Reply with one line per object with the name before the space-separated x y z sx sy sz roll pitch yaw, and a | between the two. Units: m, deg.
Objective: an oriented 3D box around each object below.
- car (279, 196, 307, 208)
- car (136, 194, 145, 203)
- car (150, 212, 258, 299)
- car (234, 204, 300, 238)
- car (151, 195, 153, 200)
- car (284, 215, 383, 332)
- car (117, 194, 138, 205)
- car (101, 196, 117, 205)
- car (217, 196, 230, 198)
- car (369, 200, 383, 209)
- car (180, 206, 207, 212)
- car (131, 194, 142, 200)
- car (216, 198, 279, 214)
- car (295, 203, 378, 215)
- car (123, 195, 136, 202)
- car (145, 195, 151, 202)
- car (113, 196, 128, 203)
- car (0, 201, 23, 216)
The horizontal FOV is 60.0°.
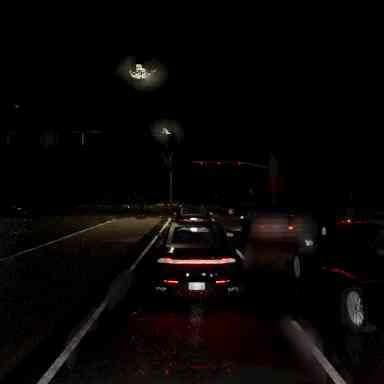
car | 12.830 1.351 44.062 4.553 1.767 2.097 0 0 4
car | -11.597 1.500 68.999 1.837 1.490 4.892 0 0 0
car | 0.087 1.491 8.453 2.128 1.511 4.902 0 0 0
car | 3.579 1.547 16.469 2.033 1.411 5.357 0 0 0
car | -11.617 1.524 89.676 2.128 1.511 4.902 0 0 0
car | 3.590 1.478 6.849 1.882 1.535 5.008 0 0 0
car | -11.681 1.564 60.177 1.994 1.385 4.181 0 0 1
car | -15.141 1.477 60.657 1.882 1.535 5.008 0 0 0
car | 6.997 1.563 69.541 1.994 1.385 4.181 0 0 0
car | 26.208 1.548 43.658 5.357 1.411 2.033 0 0 1
car | 0.076 1.505 17.874 1.837 1.490 4.892 0 0 0
car | -15.109 1.348 90.705 2.097 1.767 4.553 0 0 0
car | 5.398 1.547 33.001 5.357 1.411 2.033 0 0 -2
car | 7.077 1.505 16.935 1.837 1.490 4.892 0 0 0
car | -15.114 1.525 80.538 2.128 1.511 4.902 0 0 0
car | -11.612 1.524 79.269 1.812 1.442 4.674 0 0 0
car | -15.099 1.540 70.435 2.033 1.411 5.357 0 0 0
car | -18.527 1.564 31.876 4.181 1.385 1.994 0 0 -1
